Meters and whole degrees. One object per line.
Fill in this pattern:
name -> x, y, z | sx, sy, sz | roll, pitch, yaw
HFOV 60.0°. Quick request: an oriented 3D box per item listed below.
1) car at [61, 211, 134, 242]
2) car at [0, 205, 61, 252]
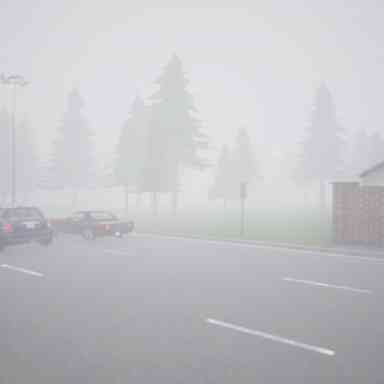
car -> -5.127, 1.564, 16.202 | 4.718, 1.301, 1.895 | 0, 0, 36
car -> -7.832, 1.313, 13.838 | 4.553, 1.767, 2.097 | 0, 0, 36
